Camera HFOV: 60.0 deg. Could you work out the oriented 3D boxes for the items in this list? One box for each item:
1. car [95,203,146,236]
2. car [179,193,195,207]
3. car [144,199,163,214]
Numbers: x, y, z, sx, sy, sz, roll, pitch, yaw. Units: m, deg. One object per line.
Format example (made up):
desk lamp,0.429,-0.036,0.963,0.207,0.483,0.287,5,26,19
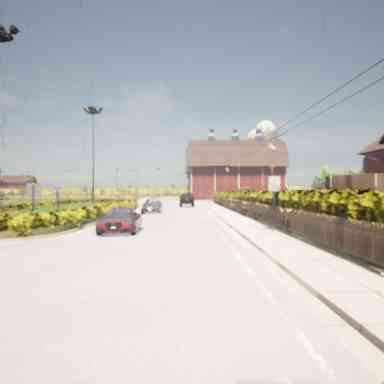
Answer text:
car,-3.876,1.544,18.174,1.994,1.385,4.181,0,0,-2
car,-0.756,1.146,49.051,2.150,2.045,5.566,0,0,-1
car,-4.072,1.447,34.440,2.128,1.511,4.902,0,0,0
